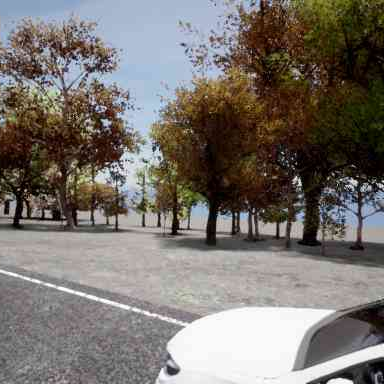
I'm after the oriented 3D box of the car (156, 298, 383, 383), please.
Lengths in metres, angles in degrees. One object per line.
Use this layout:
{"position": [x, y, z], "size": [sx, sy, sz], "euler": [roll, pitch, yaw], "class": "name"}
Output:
{"position": [1.853, 1.526, 2.369], "size": [4.674, 1.442, 1.812], "euler": [0, 0, 35], "class": "car"}
